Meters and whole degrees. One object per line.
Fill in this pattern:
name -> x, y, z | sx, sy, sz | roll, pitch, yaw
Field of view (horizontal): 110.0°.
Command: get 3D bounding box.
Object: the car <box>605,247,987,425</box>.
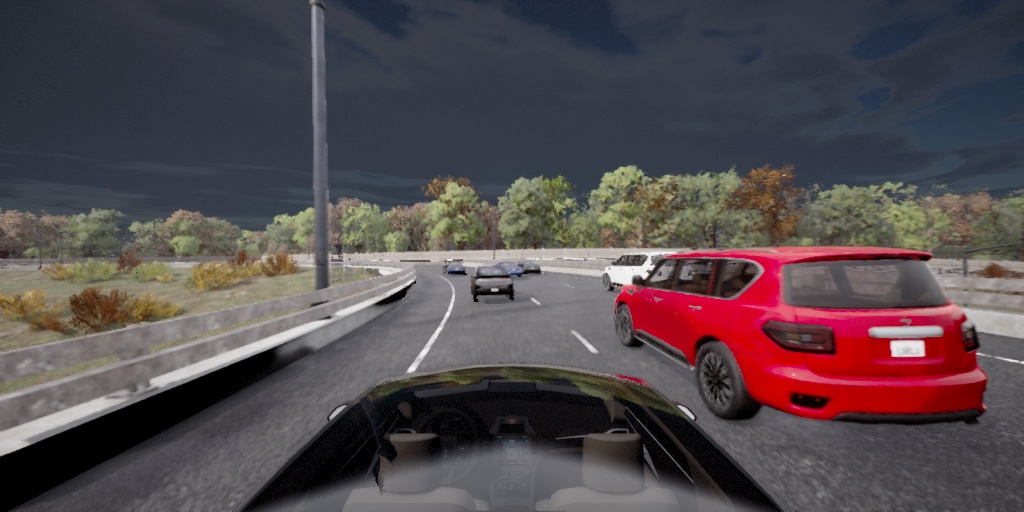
car -> 3.450, 0.897, 5.864 | 2.150, 2.045, 5.566 | -1, 0, -1

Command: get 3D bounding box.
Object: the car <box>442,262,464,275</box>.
car -> -6.211, 1.275, 37.988 | 1.994, 1.385, 4.181 | -1, 0, -20

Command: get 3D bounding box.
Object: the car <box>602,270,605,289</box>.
car -> 6.112, 0.807, 16.781 | 2.150, 2.045, 5.566 | -1, 0, -7

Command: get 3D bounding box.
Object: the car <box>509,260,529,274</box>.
car -> -0.536, 1.186, 32.005 | 2.033, 1.411, 5.357 | -1, 0, -16

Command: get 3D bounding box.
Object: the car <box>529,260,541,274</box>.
car -> 1.427, 1.148, 37.211 | 1.994, 1.385, 4.181 | -1, 0, -18

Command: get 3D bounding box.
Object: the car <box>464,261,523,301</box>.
car -> -1.055, 1.198, 17.191 | 2.128, 1.511, 4.902 | -1, 0, -8
